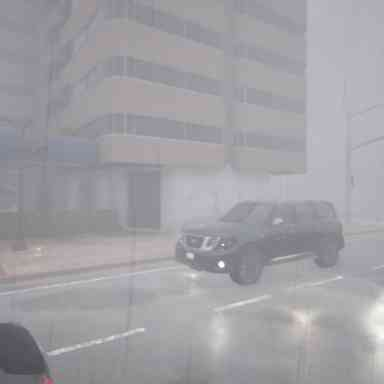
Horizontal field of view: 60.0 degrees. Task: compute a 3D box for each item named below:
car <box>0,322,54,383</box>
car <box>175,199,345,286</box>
[{"bbox_3d":[-2.999,1.561,1.840,4.181,1.385,1.994,0,0,-35],"label":"car"},{"bbox_3d":[2.220,1.239,9.804,5.566,2.045,2.150,0,0,-35],"label":"car"}]
